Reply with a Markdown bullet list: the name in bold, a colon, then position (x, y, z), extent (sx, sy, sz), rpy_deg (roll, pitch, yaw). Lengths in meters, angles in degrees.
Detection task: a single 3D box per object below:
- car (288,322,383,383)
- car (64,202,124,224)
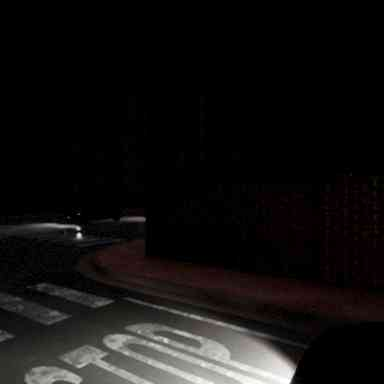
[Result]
- **car**: position (2.720, 1.563, 2.068), extent (4.181, 1.385, 1.994), rpy_deg (0, 0, 34)
- **car**: position (-7.083, 1.475, 24.580), extent (1.812, 1.442, 4.674), rpy_deg (0, 0, 35)
